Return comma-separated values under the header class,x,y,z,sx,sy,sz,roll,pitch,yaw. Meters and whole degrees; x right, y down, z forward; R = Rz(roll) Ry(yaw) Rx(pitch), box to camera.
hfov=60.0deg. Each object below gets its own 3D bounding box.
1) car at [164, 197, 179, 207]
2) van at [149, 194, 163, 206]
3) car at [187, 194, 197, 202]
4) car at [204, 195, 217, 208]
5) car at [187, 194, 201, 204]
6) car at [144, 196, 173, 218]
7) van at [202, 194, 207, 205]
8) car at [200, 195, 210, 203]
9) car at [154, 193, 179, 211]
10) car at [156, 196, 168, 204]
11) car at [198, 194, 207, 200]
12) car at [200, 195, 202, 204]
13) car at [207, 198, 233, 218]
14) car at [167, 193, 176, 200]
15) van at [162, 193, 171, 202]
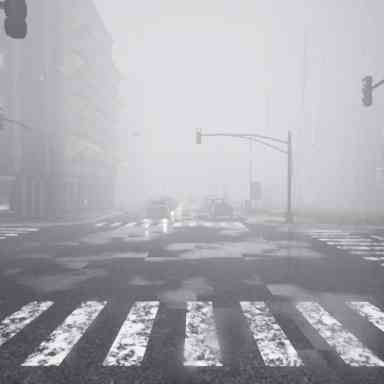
class,x,y,z,sx,sy,sz,roll,pitch,yaw
car,-3.056,1.513,50.479,1.994,1.385,4.181,0,0,0
van,-5.681,1.286,52.523,1.690,1.788,3.998,-1,0,0
car,0.060,1.264,70.995,2.097,1.767,4.553,0,0,0
car,2.661,1.410,35.614,1.967,1.590,4.097,-1,0,0
car,0.128,1.479,60.369,2.033,1.411,5.357,0,0,0
car,-3.088,1.454,30.613,1.882,1.535,5.008,0,0,0
van,2.665,1.295,46.906,1.690,1.788,3.998,-1,0,0
car,2.682,1.353,69.490,1.967,1.590,4.097,-1,0,0
car,-3.072,1.315,40.513,2.097,1.767,4.553,0,0,0
car,-5.673,1.470,63.814,1.887,1.381,4.507,-1,0,0
car,2.720,1.313,86.427,1.967,1.590,4.097,-1,0,0
car,2.670,1.490,52.553,1.887,1.381,4.507,-1,0,0
car,2.660,1.522,29.969,1.887,1.381,4.507,-1,0,0
car,-5.663,1.173,92.047,2.192,1.841,5.009,-1,0,0
van,-5.670,1.242,75.108,1.690,1.788,3.998,-1,0,0
